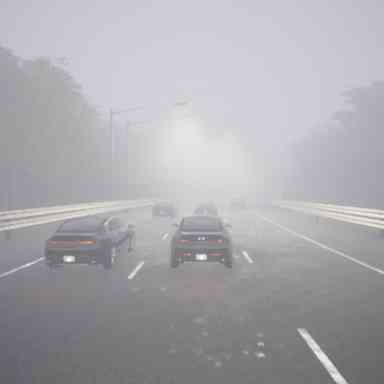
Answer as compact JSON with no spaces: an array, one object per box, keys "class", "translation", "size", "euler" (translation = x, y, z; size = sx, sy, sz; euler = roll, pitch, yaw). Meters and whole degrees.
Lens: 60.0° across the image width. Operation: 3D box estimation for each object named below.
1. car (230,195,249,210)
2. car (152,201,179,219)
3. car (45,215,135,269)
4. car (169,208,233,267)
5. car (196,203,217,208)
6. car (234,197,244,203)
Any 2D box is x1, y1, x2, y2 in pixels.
[{"class":"car","translation":[6.203,1.443,45.275],"size":[2.097,1.767,4.553],"euler":[0,0,7]},{"class":"car","translation":[-2.231,1.532,29.347],"size":[1.882,1.535,5.008],"euler":[0,0,4]},{"class":"car","translation":[-3.182,1.524,11.214],"size":[1.837,1.490,4.892],"euler":[0,0,1]},{"class":"car","translation":[0.327,1.528,11.470],"size":[1.837,1.490,4.892],"euler":[0,0,2]},{"class":"car","translation":[1.242,1.621,28.807],"size":[1.994,1.385,4.181],"euler":[0,0,4]},{"class":"car","translation":[10.302,1.728,72.456],"size":[1.895,1.301,4.718],"euler":[0,0,11]}]
